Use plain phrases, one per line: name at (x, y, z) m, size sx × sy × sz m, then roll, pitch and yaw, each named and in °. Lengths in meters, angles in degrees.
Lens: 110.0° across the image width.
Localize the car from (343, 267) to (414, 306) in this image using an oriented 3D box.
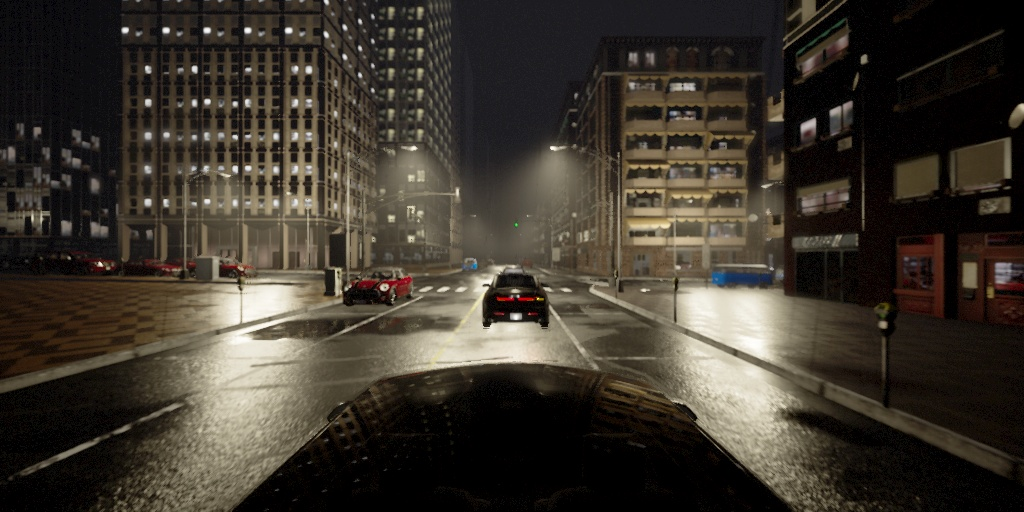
car at (-5.690, 1.233, 15.668) m, size 1.967 × 1.591 × 4.097 m, roll 0°, pitch 0°, yaw 0°

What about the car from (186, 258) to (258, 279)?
car at (-21.146, 0.895, 26.437) m, size 4.097 × 1.591 × 1.967 m, roll 0°, pitch 0°, yaw 0°

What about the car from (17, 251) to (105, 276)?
car at (-32.294, 0.555, 26.413) m, size 5.009 × 1.841 × 2.192 m, roll 0°, pitch 0°, yaw 0°

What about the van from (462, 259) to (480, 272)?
van at (-5.688, 1.241, 48.142) m, size 1.690 × 1.789 × 3.998 m, roll 0°, pitch 0°, yaw 0°

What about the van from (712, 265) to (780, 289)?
van at (16.913, 1.529, 26.383) m, size 3.998 × 1.789 × 1.690 m, roll 0°, pitch 0°, yaw 0°

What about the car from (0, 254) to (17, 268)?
car at (-49.105, 0.496, 34.758) m, size 4.313 × 1.339 × 1.948 m, roll 0°, pitch 0°, yaw 0°

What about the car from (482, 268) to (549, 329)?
car at (0.102, 1.284, 11.396) m, size 1.837 × 1.490 × 4.892 m, roll 0°, pitch 0°, yaw 0°

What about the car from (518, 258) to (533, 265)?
car at (2.692, 1.276, 64.796) m, size 2.192 × 1.841 × 5.009 m, roll 0°, pitch 0°, yaw 0°

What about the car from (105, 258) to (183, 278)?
car at (-26.720, 0.930, 26.425) m, size 4.207 × 1.307 × 1.802 m, roll 0°, pitch 0°, yaw 0°

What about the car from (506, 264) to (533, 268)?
car at (0.109, 1.391, 22.592) m, size 1.994 × 1.385 × 4.181 m, roll 1°, pitch -1°, yaw 0°

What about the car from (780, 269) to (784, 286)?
car at (22.453, 1.861, 26.565) m, size 4.313 × 1.339 × 1.948 m, roll 0°, pitch 0°, yaw 0°

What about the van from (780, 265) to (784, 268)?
van at (27.920, 1.755, 34.925) m, size 3.998 × 1.789 × 1.690 m, roll 0°, pitch 0°, yaw 0°
